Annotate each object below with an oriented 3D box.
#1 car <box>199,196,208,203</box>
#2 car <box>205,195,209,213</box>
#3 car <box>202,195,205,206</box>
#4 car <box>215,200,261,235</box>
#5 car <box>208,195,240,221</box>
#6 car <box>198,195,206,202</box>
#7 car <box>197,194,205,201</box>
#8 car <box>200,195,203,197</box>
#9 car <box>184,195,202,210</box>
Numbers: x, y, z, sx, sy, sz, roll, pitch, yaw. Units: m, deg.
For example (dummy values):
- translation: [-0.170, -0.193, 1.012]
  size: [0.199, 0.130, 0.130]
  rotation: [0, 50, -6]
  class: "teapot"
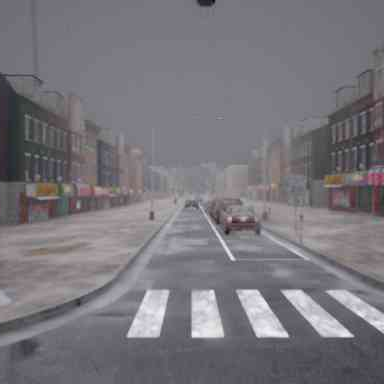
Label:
- translation: [2.562, 1.669, 72.915]
  size: [1.802, 1.307, 4.206]
  rotation: [0, 0, 0]
  class: "car"
- translation: [2.603, 1.321, 29.696]
  size: [2.192, 1.841, 5.009]
  rotation: [0, 0, 0]
  class: "car"
- translation: [2.593, 1.458, 40.500]
  size: [1.967, 1.590, 4.097]
  rotation: [0, 0, 0]
  class: "car"
- translation: [2.614, 1.440, 18.891]
  size: [1.967, 1.590, 4.097]
  rotation: [0, 0, 0]
  class: "car"
- translation: [2.608, 1.317, 24.293]
  size: [2.192, 1.841, 5.009]
  rotation: [0, 0, 0]
  class: "car"
- translation: [2.550, 1.560, 83.720]
  size: [1.967, 1.590, 4.097]
  rotation: [-1, 0, 0]
  class: "car"
- translation: [2.538, 1.473, 94.525]
  size: [2.192, 1.841, 5.009]
  rotation: [-1, 0, 0]
  class: "car"
- translation: [2.583, 1.562, 51.475]
  size: [1.752, 1.417, 4.829]
  rotation: [0, 0, 0]
  class: "car"
- translation: [-0.039, 1.520, 43.945]
  size: [1.837, 1.490, 4.892]
  rotation: [0, 0, 0]
  class: "car"
